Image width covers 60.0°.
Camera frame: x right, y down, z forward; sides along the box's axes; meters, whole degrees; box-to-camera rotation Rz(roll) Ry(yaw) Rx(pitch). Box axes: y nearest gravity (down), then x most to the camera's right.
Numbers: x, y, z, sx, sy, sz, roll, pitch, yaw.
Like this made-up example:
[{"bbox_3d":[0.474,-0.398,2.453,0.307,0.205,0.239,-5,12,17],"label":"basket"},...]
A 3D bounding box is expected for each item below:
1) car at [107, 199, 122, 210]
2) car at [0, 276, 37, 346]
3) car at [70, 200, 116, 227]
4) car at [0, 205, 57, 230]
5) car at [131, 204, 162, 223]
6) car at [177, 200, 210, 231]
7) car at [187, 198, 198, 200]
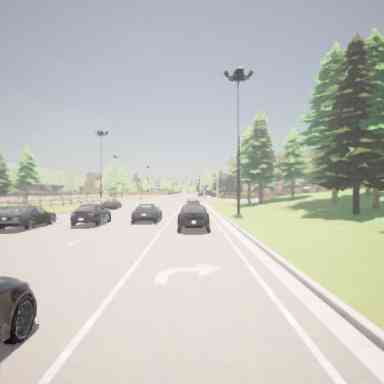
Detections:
[{"bbox_3d":[-10.407,1.576,43.195,1.994,1.385,4.181,0,0,0],"label":"car"},{"bbox_3d":[-3.402,1.527,3.428,1.812,1.442,4.674,0,0,0],"label":"car"},{"bbox_3d":[-6.904,1.532,23.001,1.812,1.442,4.674,0,0,0],"label":"car"},{"bbox_3d":[-10.404,1.553,20.945,2.033,1.411,5.357,0,0,0],"label":"car"},{"bbox_3d":[-3.405,1.571,25.548,1.994,1.385,4.181,0,0,0],"label":"car"},{"bbox_3d":[0.096,1.483,20.432,1.882,1.535,5.008,0,0,0],"label":"car"},{"bbox_3d":[0.093,1.503,41.387,2.128,1.511,4.902,0,0,0],"label":"car"}]
